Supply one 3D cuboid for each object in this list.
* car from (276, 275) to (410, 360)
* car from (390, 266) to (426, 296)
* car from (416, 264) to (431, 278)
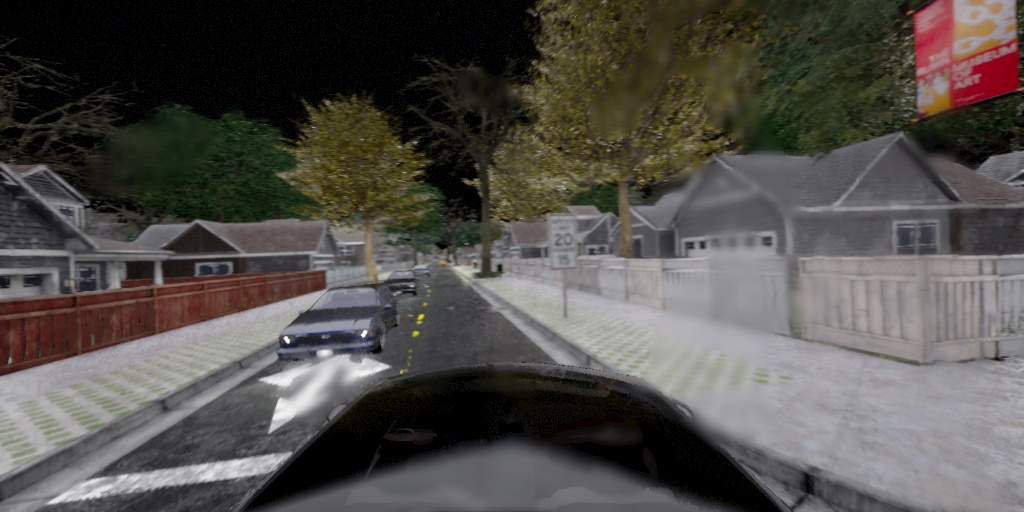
[{"bbox_3d":[-4.053,1.466,9.353,2.033,1.411,5.357,-2,0,-11],"label":"car"},{"bbox_3d":[-6.486,1.561,21.466,2.033,1.411,5.357,-2,0,-11],"label":"car"},{"bbox_3d":[-10.204,1.688,40.360,1.812,1.442,4.674,-2,0,-11],"label":"car"}]
